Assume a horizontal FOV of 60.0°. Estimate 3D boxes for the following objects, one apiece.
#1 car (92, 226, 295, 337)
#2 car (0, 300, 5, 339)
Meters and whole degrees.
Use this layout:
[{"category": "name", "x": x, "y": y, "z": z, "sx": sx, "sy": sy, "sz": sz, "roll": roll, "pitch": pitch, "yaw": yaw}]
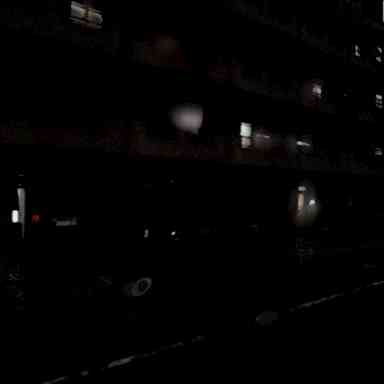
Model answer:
[{"category": "car", "x": 0.154, "y": 1.474, "z": 6.661, "sx": 4.097, "sy": 1.590, "sz": 1.967, "roll": 1, "pitch": 0, "yaw": -35}, {"category": "car", "x": -4.479, "y": 1.529, "z": 3.358, "sx": 4.507, "sy": 1.381, "sz": 1.887, "roll": 1, "pitch": 0, "yaw": -35}]
